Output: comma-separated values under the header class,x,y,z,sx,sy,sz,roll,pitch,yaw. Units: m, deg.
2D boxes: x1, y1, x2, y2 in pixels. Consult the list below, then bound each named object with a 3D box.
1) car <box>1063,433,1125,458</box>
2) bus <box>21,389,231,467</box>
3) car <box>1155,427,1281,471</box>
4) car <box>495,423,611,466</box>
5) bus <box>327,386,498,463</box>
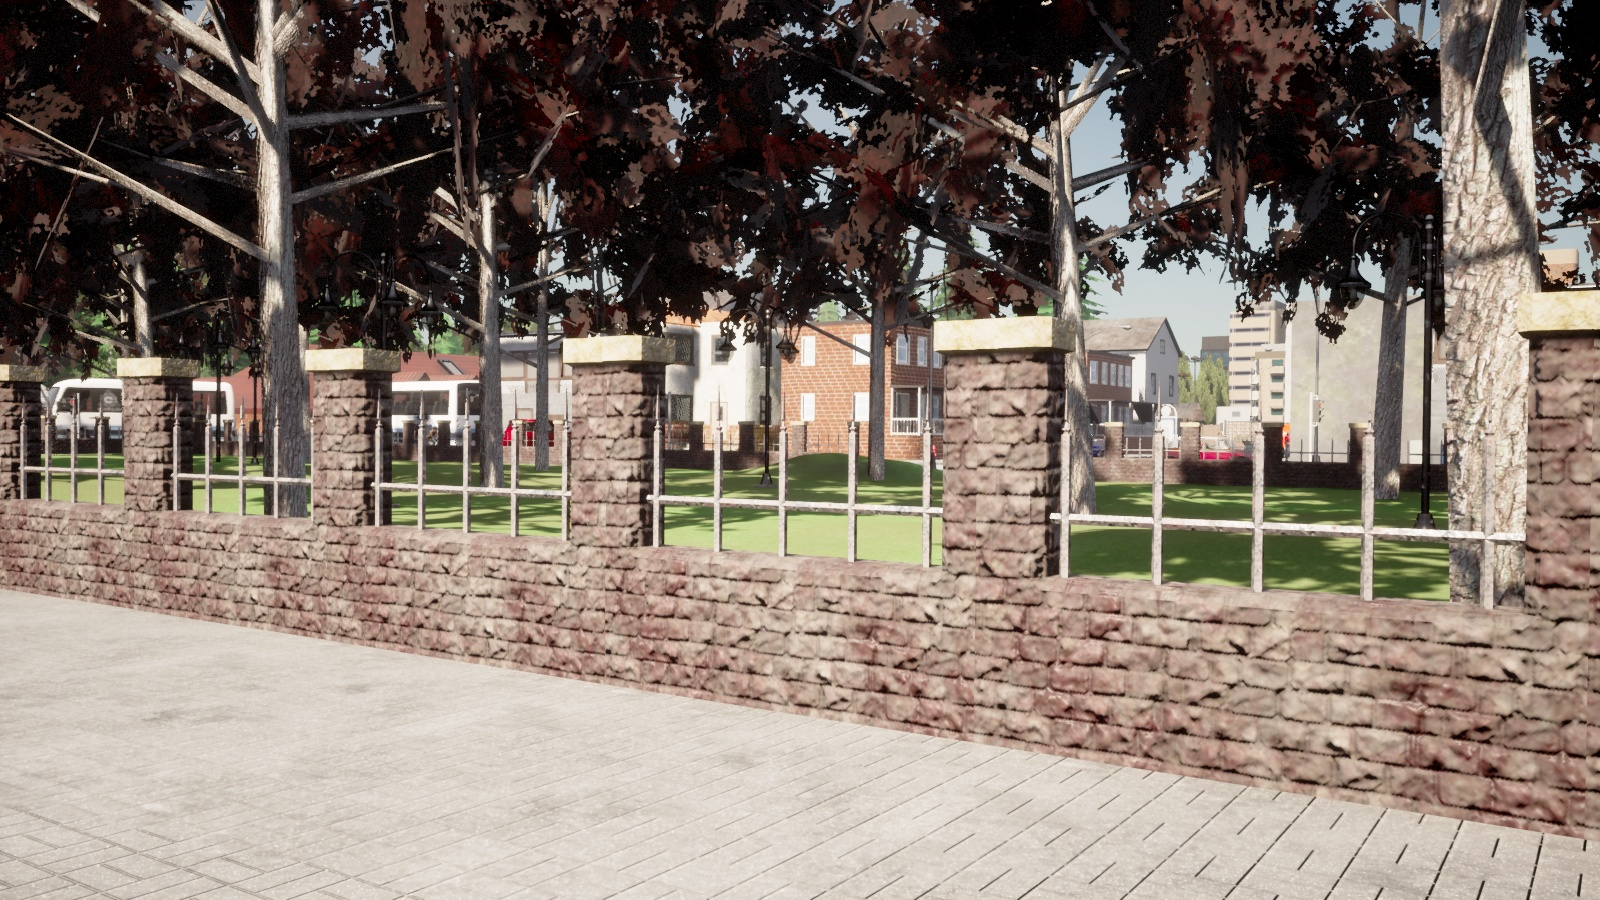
class,x,y,z,sx,sy,sz,roll,pitch,yaw
car,16.570,-0.282,70.599,1.895,1.301,4.718,0,1,34
bus,-39.478,-1.295,73.800,10.273,4.253,3.944,-1,1,-39
car,14.654,-0.038,44.077,3.806,1.475,1.970,0,1,35
car,-12.168,-0.283,61.803,5.566,2.045,2.150,0,1,30
bus,-22.862,-1.446,73.823,10.273,4.253,3.944,0,1,33
